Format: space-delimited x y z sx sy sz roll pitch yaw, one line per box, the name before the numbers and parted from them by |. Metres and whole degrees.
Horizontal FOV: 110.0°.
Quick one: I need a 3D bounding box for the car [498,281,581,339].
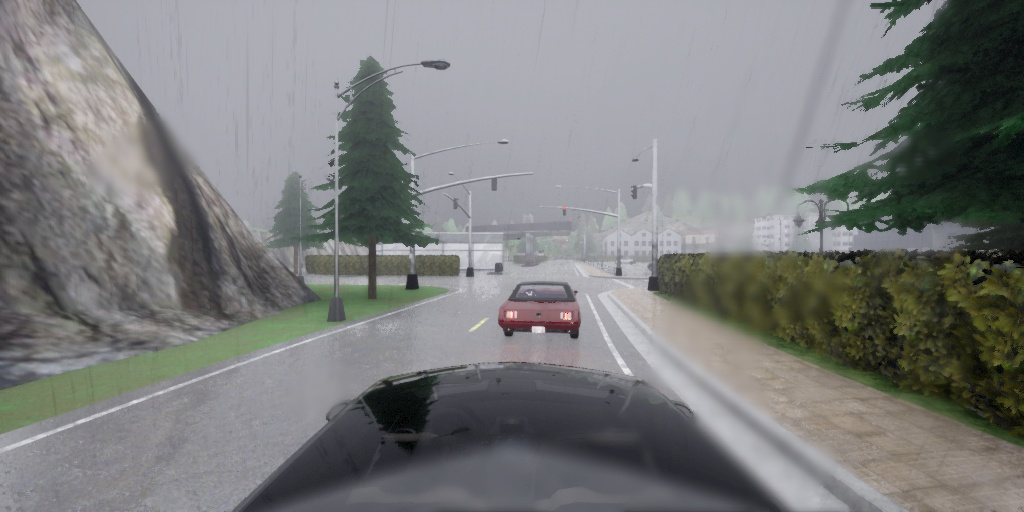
car | 0.921 1.351 10.183 1.895 1.301 4.718 0 0 8
